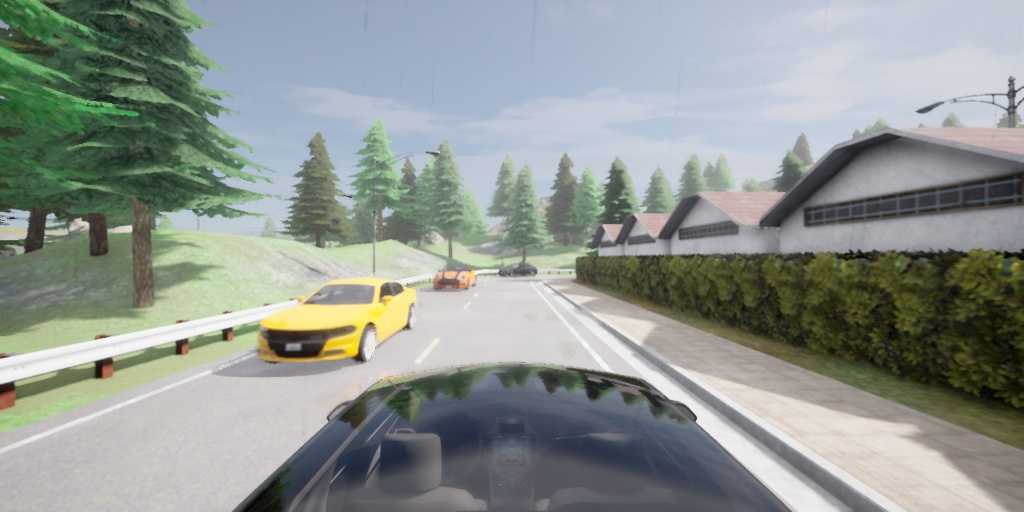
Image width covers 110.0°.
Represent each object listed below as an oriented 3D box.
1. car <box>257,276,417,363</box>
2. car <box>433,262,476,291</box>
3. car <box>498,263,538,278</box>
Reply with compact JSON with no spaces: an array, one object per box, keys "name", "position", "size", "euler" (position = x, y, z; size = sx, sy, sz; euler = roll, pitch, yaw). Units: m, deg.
[{"name":"car","position":[-3.663,1.268,8.478],"size":[1.882,1.535,5.008],"euler":[0,-1,-1]},{"name":"car","position":[-3.577,1.227,22.928],"size":[2.097,1.767,4.553],"euler":[0,0,1]},{"name":"car","position":[0.657,1.471,37.595],"size":[4.674,1.442,1.812],"euler":[0,-1,-40]}]
